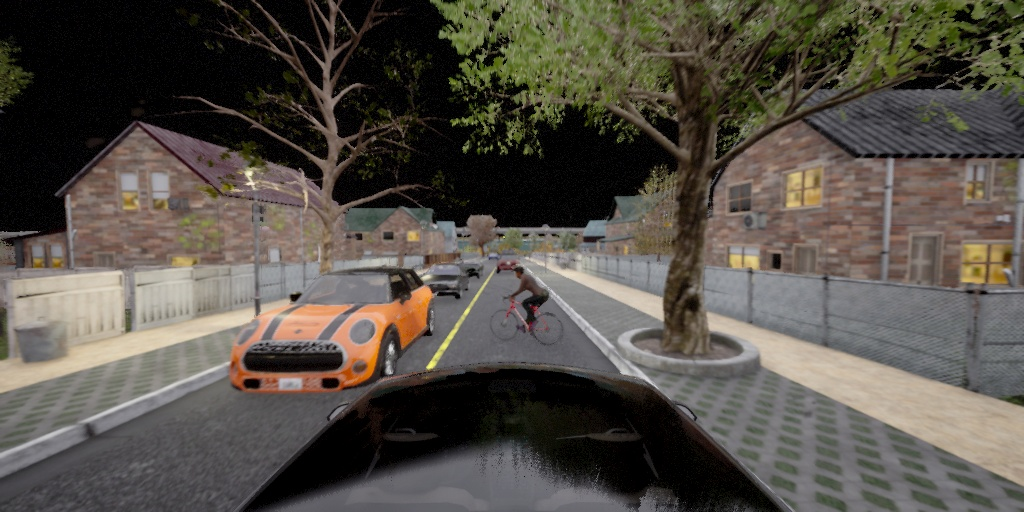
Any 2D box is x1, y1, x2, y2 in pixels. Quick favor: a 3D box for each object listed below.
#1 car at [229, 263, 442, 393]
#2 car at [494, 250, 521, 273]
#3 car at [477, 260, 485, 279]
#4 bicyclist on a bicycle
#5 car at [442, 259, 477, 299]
[{"bbox_3d":[-2.893,1.020,6.871,2.097,1.767,4.553,0,1,-1],"label":"car"},{"bbox_3d":[-0.297,0.575,32.564,2.097,1.767,4.553,0,1,0],"label":"car"},{"bbox_3d":[-3.111,0.935,26.443,1.895,1.301,4.718,0,1,0],"label":"car"},{"bbox_3d":[0.289,1.034,7.532,1.656,1.620,0.582,2,2,21],"label":"bicyclist on a bicycle"},{"bbox_3d":[-3.009,1.049,16.499,2.033,1.411,5.357,0,1,-1],"label":"car"}]
